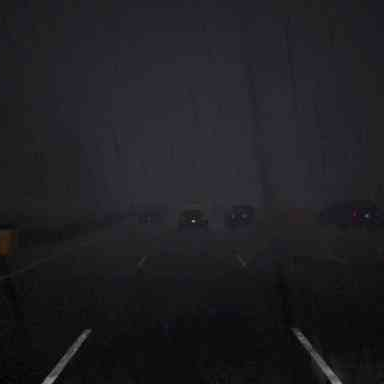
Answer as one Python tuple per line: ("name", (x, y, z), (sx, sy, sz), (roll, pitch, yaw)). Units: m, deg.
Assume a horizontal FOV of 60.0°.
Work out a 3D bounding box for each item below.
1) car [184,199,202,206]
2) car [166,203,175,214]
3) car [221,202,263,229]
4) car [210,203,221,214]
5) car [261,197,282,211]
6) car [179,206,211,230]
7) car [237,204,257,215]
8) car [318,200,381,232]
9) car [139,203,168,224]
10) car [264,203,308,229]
("car", (0.106, 1.905, 44.565), (2.150, 2.045, 5.566), (0, -1, 0))
("car", (-3.403, 2.237, 46.488), (1.812, 1.442, 4.674), (0, -1, 0))
("car", (3.604, 1.731, 24.803), (2.097, 1.767, 4.553), (0, -1, 0))
("car", (3.597, 2.237, 46.513), (1.812, 1.442, 4.674), (0, -1, 0))
("car", (10.606, 1.905, 44.581), (2.150, 2.045, 5.566), (0, -1, 0))
("car", (0.103, 1.933, 23.986), (1.994, 1.385, 4.181), (0, -1, 0))
("car", (7.108, 2.267, 43.554), (1.895, 1.301, 4.718), (0, -1, 0))
("car", (10.603, 1.573, 22.838), (2.150, 2.045, 5.566), (0, -1, 0))
("car", (-3.410, 1.965, 28.649), (1.812, 1.442, 4.674), (0, -1, 0))
("car", (7.103, 1.860, 24.939), (1.882, 1.535, 5.008), (0, -1, 0))
